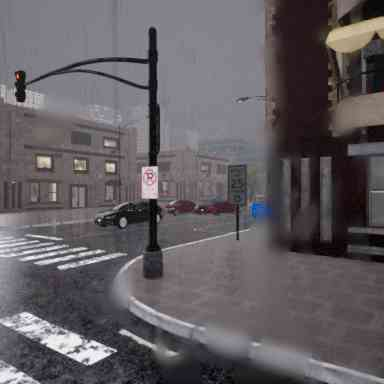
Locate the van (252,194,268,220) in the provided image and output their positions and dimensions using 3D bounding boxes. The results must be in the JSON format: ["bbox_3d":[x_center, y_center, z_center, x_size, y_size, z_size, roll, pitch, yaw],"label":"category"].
[{"bbox_3d":[5.770,1.047,23.955,1.690,1.788,3.998,1,1,35],"label":"van"}]

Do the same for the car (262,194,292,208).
[{"bbox_3d":[10.438,1.016,40.465,1.882,1.535,5.008,0,1,36],"label":"car"}]

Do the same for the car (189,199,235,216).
[{"bbox_3d":[1.995,1.266,28.649,1.994,1.385,4.181,0,1,36],"label":"car"}]

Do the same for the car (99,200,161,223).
[{"bbox_3d":[-4.371,1.359,24.168,1.947,1.339,4.313,1,1,35],"label":"car"}]

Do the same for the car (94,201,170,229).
[{"bbox_3d":[-3.776,1.321,20.554,1.837,1.490,4.892,0,1,35],"label":"car"}]

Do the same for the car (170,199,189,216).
[{"bbox_3d":[-1.066,1.310,28.807,1.802,1.307,4.206,1,1,35],"label":"car"}]
